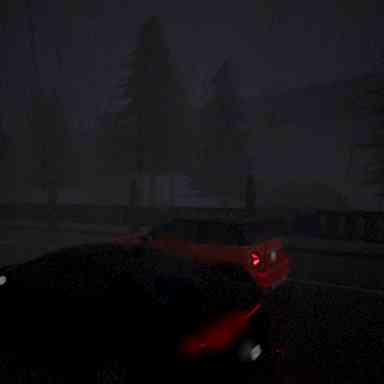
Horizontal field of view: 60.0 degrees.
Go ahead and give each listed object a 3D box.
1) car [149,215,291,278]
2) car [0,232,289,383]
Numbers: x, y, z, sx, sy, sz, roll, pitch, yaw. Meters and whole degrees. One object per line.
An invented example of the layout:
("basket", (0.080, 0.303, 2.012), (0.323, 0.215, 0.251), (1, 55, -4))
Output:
("car", (-0.100, 1.343, 8.027), (4.553, 1.767, 2.097), (0, 0, 33))
("car", (-1.424, 1.476, 4.745), (5.008, 1.535, 1.882), (0, 0, 33))
